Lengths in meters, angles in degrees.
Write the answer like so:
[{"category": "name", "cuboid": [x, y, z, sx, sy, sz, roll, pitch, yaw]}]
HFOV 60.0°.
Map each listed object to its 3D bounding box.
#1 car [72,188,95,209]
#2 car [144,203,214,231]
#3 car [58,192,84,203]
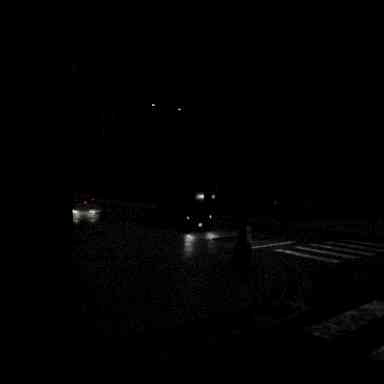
[{"category": "car", "cuboid": [-11.897, 0.644, 34.493, 2.150, 2.045, 5.566, 0, 1, -35]}, {"category": "car", "cuboid": [-0.843, 1.338, 18.788, 1.895, 1.301, 4.718, 0, 1, -35]}, {"category": "car", "cuboid": [-17.182, 0.712, 47.125, 2.033, 1.411, 5.357, 0, 1, -35]}]
